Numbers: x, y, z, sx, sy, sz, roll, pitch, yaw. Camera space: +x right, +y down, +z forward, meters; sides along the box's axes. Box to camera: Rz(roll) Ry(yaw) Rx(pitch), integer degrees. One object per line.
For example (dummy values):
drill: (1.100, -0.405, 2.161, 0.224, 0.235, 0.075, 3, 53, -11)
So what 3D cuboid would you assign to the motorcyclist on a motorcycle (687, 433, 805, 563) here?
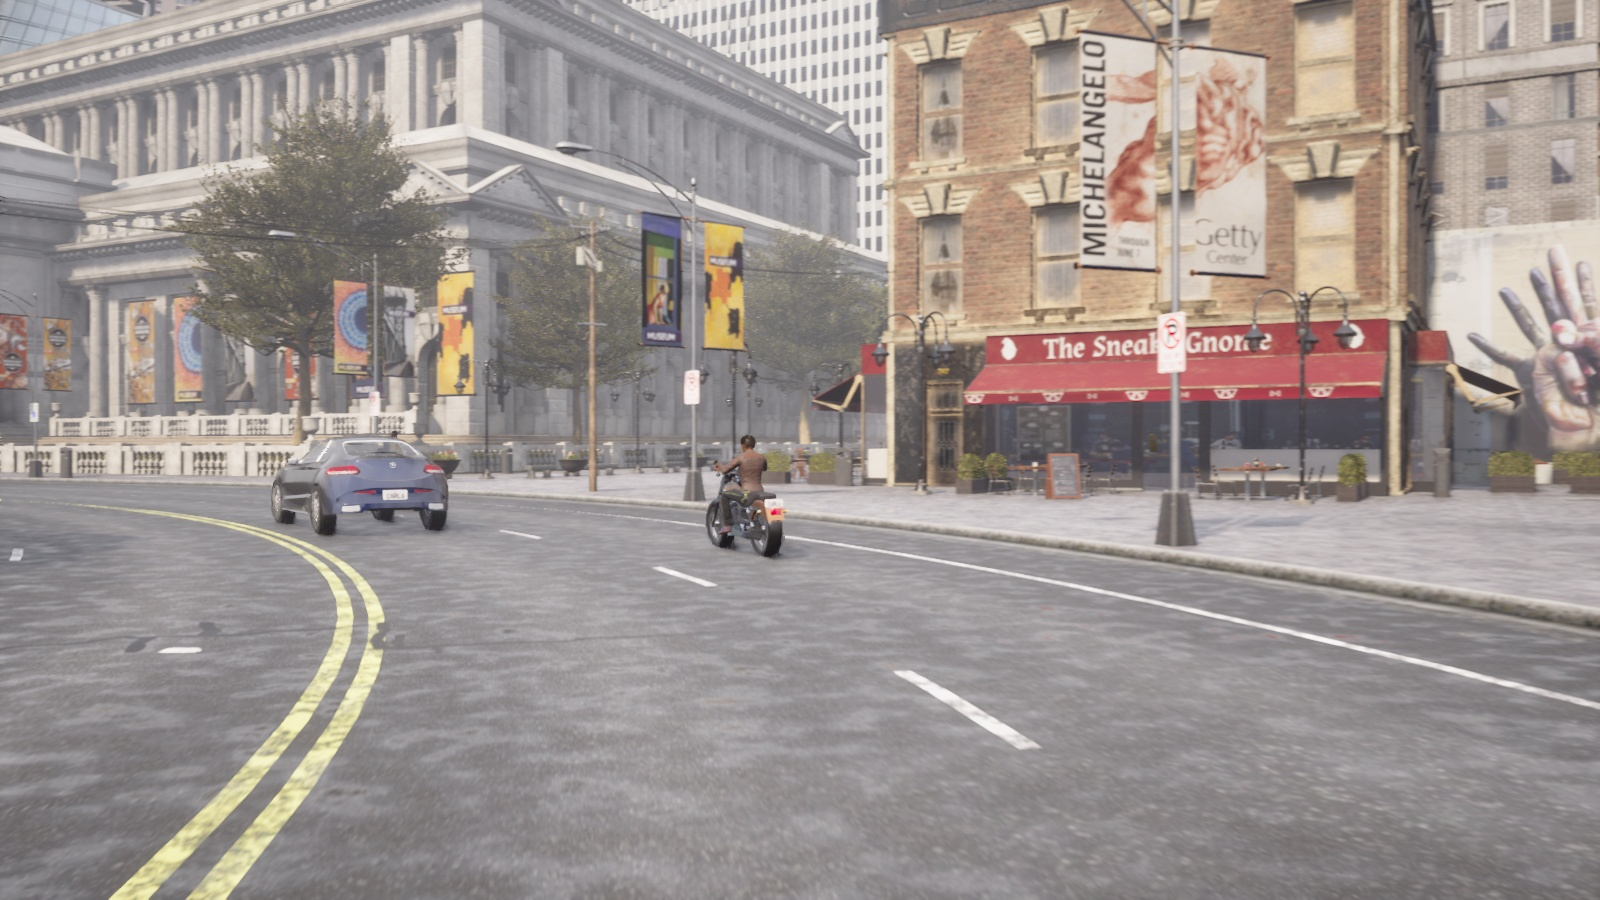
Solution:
motorcyclist on a motorcycle: (-0.776, 0.601, 17.073, 0.766, 1.649, 2.350, 0, 0, -25)

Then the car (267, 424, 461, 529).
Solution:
car: (-7.930, 0.400, 22.495, 2.152, 1.651, 5.027, 0, 0, -33)
